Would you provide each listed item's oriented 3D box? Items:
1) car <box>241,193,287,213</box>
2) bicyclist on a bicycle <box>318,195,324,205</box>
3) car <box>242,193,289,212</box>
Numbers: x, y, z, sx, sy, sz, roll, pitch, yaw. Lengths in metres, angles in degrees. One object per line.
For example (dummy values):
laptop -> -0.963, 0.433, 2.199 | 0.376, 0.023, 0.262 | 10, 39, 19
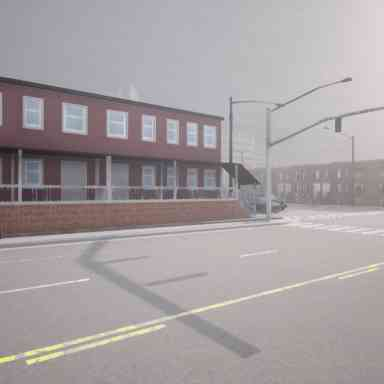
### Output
car -> 7.441, 1.319, 36.008 | 2.097, 1.767, 4.553 | 0, 0, -36
bicyclist on a bicycle -> 20.327, 1.278, 52.348 | 1.656, 1.620, 0.582 | 0, 0, -36
car -> 8.788, 1.186, 40.142 | 2.150, 2.045, 5.566 | 0, 0, -36
